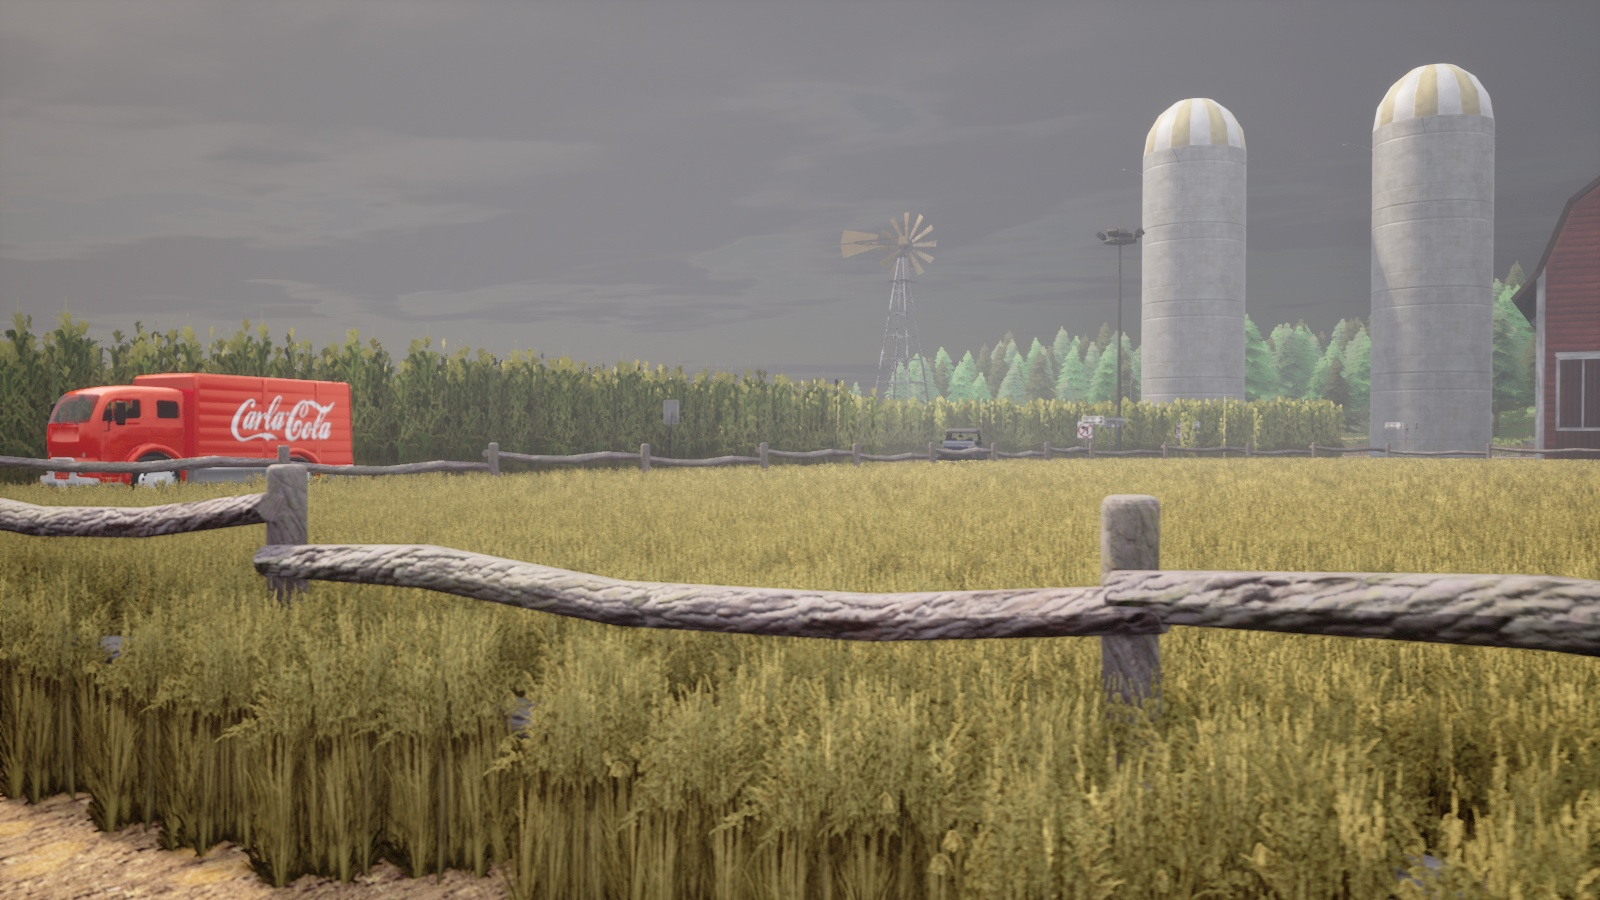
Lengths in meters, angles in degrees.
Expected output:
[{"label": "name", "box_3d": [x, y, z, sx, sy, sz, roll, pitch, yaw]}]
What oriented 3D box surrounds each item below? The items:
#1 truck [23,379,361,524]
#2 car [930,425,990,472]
[{"label": "truck", "box_3d": [-11.506, 0.013, 24.163, 2.627, 2.467, 5.204, 0, 0, 34]}, {"label": "car", "box_3d": [6.660, -0.088, 52.075, 1.905, 1.878, 3.866, 0, 1, 16]}]
